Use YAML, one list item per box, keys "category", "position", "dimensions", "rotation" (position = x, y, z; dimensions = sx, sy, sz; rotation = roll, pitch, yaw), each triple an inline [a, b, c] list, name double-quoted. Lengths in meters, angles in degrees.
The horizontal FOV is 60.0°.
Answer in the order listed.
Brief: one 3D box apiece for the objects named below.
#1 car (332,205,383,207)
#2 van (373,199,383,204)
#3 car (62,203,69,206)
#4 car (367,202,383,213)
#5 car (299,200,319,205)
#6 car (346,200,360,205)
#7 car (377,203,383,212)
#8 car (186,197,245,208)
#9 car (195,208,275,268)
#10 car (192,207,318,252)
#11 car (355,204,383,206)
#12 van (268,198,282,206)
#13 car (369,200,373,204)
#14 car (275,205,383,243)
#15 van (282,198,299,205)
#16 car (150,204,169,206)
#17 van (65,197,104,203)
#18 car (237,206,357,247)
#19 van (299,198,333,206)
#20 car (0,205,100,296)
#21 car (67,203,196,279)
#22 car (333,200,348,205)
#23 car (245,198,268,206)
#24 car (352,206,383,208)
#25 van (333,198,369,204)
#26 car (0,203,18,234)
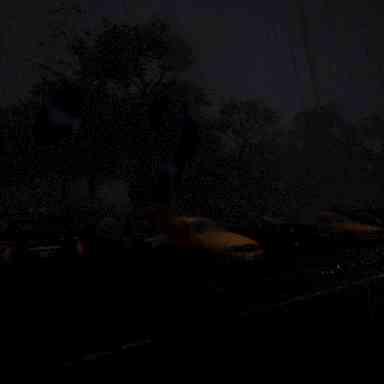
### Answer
- category: "car"
  position: [11.391, 1.791, 20.289]
  dimensions: [2.163, 1.488, 4.792]
  rotation: [1, -1, -35]
- category: "van"
  position: [15.831, 1.610, 23.630]
  dimensions: [1.878, 1.987, 4.442]
  rotation: [1, -1, -35]
- category: "car"
  position: [-9.681, 1.580, 21.372]
  dimensions: [2.002, 1.452, 4.674]
  rotation: [1, -1, -35]
- category: "car"
  position: [28.770, 2.300, 48.534]
  dimensions: [1.946, 1.575, 5.366]
  rotation: [2, -1, -35]
- category: "car"
  position: [10.620, 1.873, 35.840]
  dimensions: [2.097, 1.535, 5.008]
  rotation: [1, -1, -35]
- category: "car"
  position: [17.266, 2.033, 40.603]
  dimensions: [2.163, 1.488, 4.792]
  rotation: [1, -1, -35]
- category: "car"
  position: [30.919, 2.404, 50.289]
  dimensions: [2.002, 1.452, 4.674]
  rotation: [2, -1, -35]
- category: "car"
  position: [1.618, 1.474, 29.388]
  dimensions: [2.435, 2.045, 5.566]
  rotation: [1, -1, -35]
- category: "car"
  position: [0.177, 1.573, 12.109]
  dimensions: [1.946, 1.575, 5.366]
  rotation: [1, -1, -35]
- category: "car"
  position: [2.334, 1.614, 13.866]
  dimensions: [2.231, 1.521, 4.892]
  rotation: [1, -1, -35]
- category: "car"
  position: [13.652, 1.828, 21.899]
  dimensions: [2.163, 1.488, 4.792]
  rotation: [1, -1, -35]
- category: "van"
  position: [6.181, 1.573, 32.529]
  dimensions: [1.878, 1.987, 4.442]
  rotation: [1, -1, -35]
- category: "car"
  position: [21.912, 2.149, 43.842]
  dimensions: [2.163, 1.488, 4.792]
  rotation: [2, -1, -35]
- category: "car"
  position: [6.960, 1.684, 16.941]
  dimensions: [1.946, 1.575, 5.366]
  rotation: [1, -1, -35]
- category: "van"
  position: [8.302, 1.610, 34.326]
  dimensions: [1.878, 1.987, 4.442]
  rotation: [1, -1, -35]
- category: "car"
  position: [-2.911, 1.651, 26.190]
  dimensions: [2.097, 1.535, 5.008]
  rotation: [1, -1, -35]
- category: "van"
  position: [-7.593, 1.349, 23.004]
  dimensions: [1.878, 1.987, 4.442]
  rotation: [1, -1, -35]
- category: "car"
  position: [4.588, 1.651, 15.487]
  dimensions: [2.231, 1.521, 4.892]
  rotation: [1, -1, -35]
- category: "van"
  position: [12.958, 1.687, 37.366]
  dimensions: [1.878, 1.987, 4.442]
  rotation: [1, -1, -36]
- category: "car"
  position: [-4.433, 1.376, 9.015]
  dimensions: [2.185, 1.767, 4.553]
  rotation: [1, -1, -35]
- category: "car"
  position: [-2.172, 1.413, 10.625]
  dimensions: [2.185, 1.767, 4.553]
  rotation: [1, -1, -35]
- category: "car"
  position: [15.116, 1.986, 39.072]
  dimensions: [2.163, 1.488, 4.792]
  rotation: [1, -1, -35]
- category: "car"
  position: [3.875, 1.511, 30.995]
  dimensions: [2.435, 2.045, 5.566]
  rotation: [1, -1, -35]
- category: "car"
  position: [9.130, 1.754, 18.678]
  dimensions: [2.163, 1.488, 4.792]
  rotation: [1, -1, -35]
- category: "van"
  position: [19.475, 1.832, 42.285]
  dimensions: [1.878, 1.987, 4.442]
  rotation: [1, -1, -35]
- category: "car"
  position: [-11.935, 1.503, 19.762]
  dimensions: [2.097, 1.535, 5.008]
  rotation: [1, -1, -35]
